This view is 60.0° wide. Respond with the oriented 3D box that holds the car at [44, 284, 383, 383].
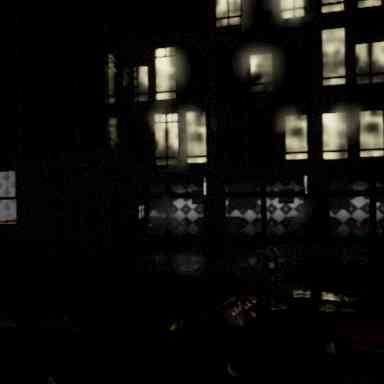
[{"bbox_3d":[0.750,1.557,2.947,4.206,1.307,1.802,-1,0,12],"label":"car"}]
